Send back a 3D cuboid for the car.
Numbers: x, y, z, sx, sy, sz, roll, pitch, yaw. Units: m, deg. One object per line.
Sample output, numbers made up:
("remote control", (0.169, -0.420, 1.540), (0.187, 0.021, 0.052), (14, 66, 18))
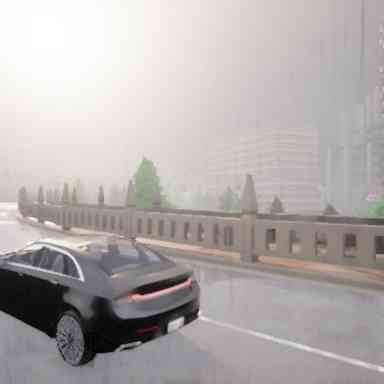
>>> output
("car", (-2.088, 1.508, 5.862), (4.902, 1.511, 2.128), (0, 0, 39))
